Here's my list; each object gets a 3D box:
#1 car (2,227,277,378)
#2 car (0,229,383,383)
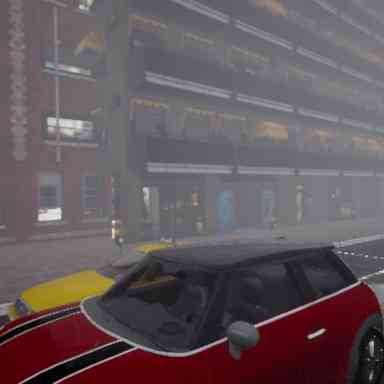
[{"bbox_3d":[-0.658,1.564,6.221,4.829,1.417,1.752,0,-1,-38],"label":"car"},{"bbox_3d":[0.108,1.372,3.501,4.553,1.767,2.097,0,0,-38],"label":"car"}]
